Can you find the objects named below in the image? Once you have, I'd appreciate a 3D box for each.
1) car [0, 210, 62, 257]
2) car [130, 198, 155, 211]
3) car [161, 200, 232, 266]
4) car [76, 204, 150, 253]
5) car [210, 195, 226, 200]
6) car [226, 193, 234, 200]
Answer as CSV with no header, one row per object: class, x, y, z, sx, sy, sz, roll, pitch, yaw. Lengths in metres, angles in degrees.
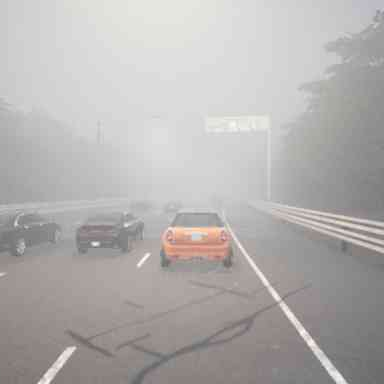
car,-6.704,1.474,12.807,1.837,1.490,4.892,0,0,2
car,-5.313,1.430,36.111,1.882,1.535,5.008,0,0,5
car,0.193,1.343,11.650,2.097,1.767,4.553,0,0,2
car,-3.169,1.488,13.680,1.837,1.490,4.892,0,0,2
car,4.440,1.290,60.092,2.097,1.767,4.553,0,0,8
car,9.176,1.487,87.247,1.895,1.301,4.718,0,0,12
